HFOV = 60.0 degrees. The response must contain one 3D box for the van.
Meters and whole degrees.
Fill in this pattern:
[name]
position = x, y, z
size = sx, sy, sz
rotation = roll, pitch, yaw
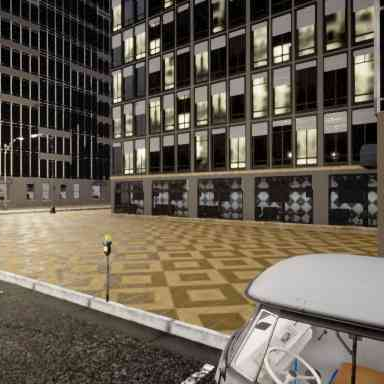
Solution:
[van]
position = 1.933, 1.341, 1.500
size = 3.998, 1.788, 1.690
rotation = 0, 0, 35
